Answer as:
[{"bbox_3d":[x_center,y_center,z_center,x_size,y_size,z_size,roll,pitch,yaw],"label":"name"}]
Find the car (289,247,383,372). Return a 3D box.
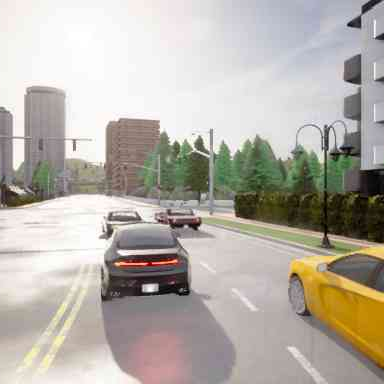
[{"bbox_3d":[2.986,1.477,4.516,1.882,1.535,5.008,0,0,-6],"label":"car"}]

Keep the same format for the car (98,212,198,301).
[{"bbox_3d":[-1.272,1.505,8.443,1.837,1.490,4.892,0,0,-12],"label":"car"}]

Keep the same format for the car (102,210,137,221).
[{"bbox_3d":[-3.637,1.601,17.259,1.895,1.301,4.718,0,0,-18],"label":"car"}]

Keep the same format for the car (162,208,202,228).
[{"bbox_3d":[-1.011,1.601,20.363,1.895,1.301,4.718,0,0,-18],"label":"car"}]
